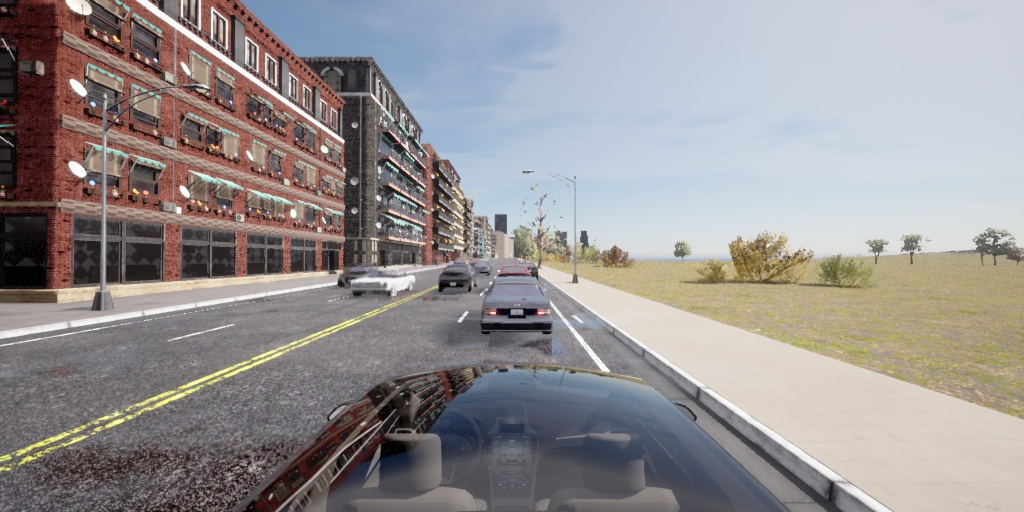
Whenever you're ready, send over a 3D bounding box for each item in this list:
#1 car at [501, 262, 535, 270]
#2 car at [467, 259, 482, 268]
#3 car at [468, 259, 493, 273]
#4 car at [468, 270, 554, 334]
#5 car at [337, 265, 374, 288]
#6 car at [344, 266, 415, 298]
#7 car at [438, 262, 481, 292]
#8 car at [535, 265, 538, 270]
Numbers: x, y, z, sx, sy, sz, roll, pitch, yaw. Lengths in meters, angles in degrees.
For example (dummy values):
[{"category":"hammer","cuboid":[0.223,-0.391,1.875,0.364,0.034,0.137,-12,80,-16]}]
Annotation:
[{"category":"car","cuboid":[0.144,1.231,21.079,1.882,1.535,5.008,0,0,0]},{"category":"car","cuboid":[-6.440,1.230,61.945,1.882,1.535,5.008,0,0,0]},{"category":"car","cuboid":[-3.074,1.302,37.346,2.033,1.411,5.357,0,0,0]},{"category":"car","cuboid":[0.118,1.299,10.540,2.033,1.411,5.357,0,0,0]},{"category":"car","cuboid":[-9.803,1.317,23.772,1.994,1.385,4.181,0,0,0]},{"category":"car","cuboid":[-6.565,1.354,18.663,1.895,1.301,4.718,0,0,0]},{"category":"car","cuboid":[-3.108,1.255,21.287,1.837,1.490,4.892,0,-1,0]},{"category":"car","cuboid":[1.200,1.232,30.517,1.882,1.535,5.008,0,0,0]}]
